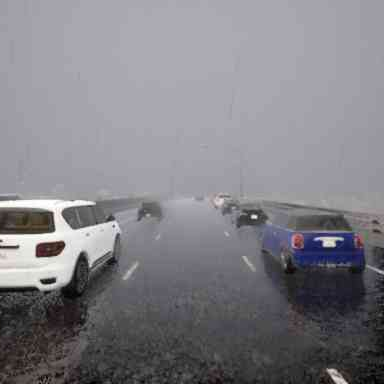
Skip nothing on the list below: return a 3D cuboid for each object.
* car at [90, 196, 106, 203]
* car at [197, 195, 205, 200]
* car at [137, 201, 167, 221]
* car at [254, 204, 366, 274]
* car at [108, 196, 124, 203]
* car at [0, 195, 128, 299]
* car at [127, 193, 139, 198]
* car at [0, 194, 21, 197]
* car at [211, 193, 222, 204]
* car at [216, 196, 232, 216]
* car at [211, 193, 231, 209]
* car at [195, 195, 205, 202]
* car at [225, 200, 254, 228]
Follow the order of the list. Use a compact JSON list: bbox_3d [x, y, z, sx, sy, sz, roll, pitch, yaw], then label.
[{"bbox_3d":[-19.593,1.509,69.505,1.812,1.442,4.674,0,0,2],"label":"car"},{"bbox_3d":[2.350,1.452,89.931,1.994,1.385,4.181,0,0,3],"label":"car"},{"bbox_3d":[-3.175,1.468,26.853,1.837,1.490,4.892,0,0,1],"label":"car"},{"bbox_3d":[3.535,1.333,10.666,2.097,1.767,4.553,0,0,0],"label":"car"},{"bbox_3d":[-16.048,1.509,70.529,2.033,1.411,5.357,0,0,2],"label":"car"},{"bbox_3d":[-3.371,1.204,8.561,2.150,2.045,5.566,0,0,0],"label":"car"},{"bbox_3d":[-12.570,1.205,69.930,2.150,2.045,5.566,0,0,2],"label":"car"},{"bbox_3d":[-17.323,1.180,29.899,2.150,2.045,5.566,0,0,1],"label":"car"},{"bbox_3d":[4.761,1.208,65.325,2.150,2.045,5.566,0,0,2],"label":"car"},{"bbox_3d":[3.817,1.464,32.569,2.163,1.488,4.792,0,0,1],"label":"car"},{"bbox_3d":[4.062,1.180,43.490,2.150,2.045,5.566,0,0,1],"label":"car"},{"bbox_3d":[1.614,1.435,74.555,1.994,1.385,4.181,0,0,3],"label":"car"},{"bbox_3d":[3.641,1.473,21.648,2.163,1.488,4.792,0,0,1],"label":"car"}]
